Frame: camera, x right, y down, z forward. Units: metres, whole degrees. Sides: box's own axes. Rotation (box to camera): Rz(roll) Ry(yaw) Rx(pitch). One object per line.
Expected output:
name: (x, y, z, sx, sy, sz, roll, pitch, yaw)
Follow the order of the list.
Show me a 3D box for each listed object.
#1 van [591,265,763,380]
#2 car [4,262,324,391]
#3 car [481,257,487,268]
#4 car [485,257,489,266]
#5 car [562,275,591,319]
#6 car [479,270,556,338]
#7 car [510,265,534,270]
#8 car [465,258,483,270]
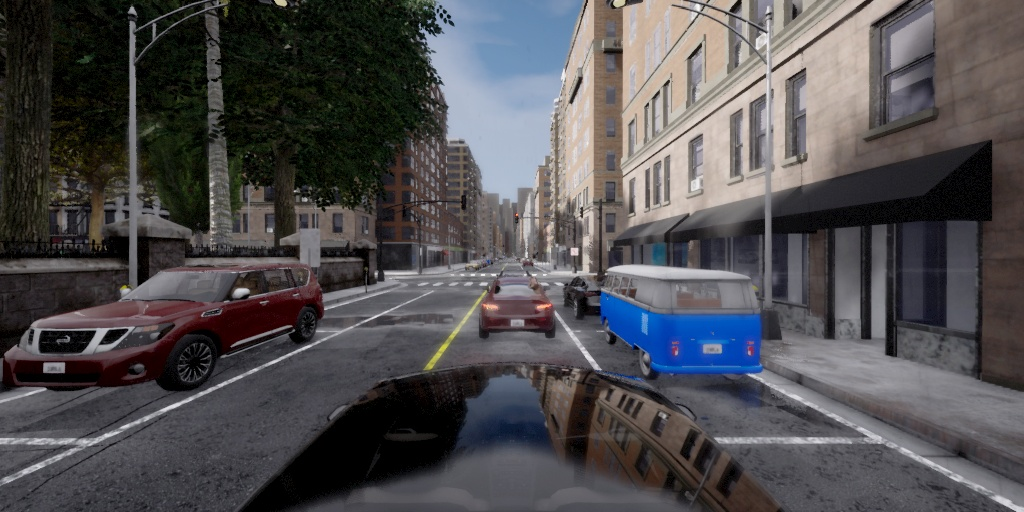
van: (2.869, 1.090, 6.968, 1.690, 1.789, 3.998, 0, 0, 0)
car: (-5.656, 1.064, 6.948, 2.192, 1.841, 5.009, 0, 0, 0)
car: (-5.538, 1.271, 56.087, 2.007, 1.370, 4.403, 0, 0, 0)
car: (-5.525, 1.265, 61.538, 1.888, 1.381, 4.507, 0, 0, 0)
car: (2.883, 1.313, 12.628, 1.948, 1.339, 4.313, 0, 0, 0)
car: (0.125, 1.274, 10.009, 1.812, 1.442, 4.674, 0, 0, 0)
car: (0.116, 1.345, 18.831, 1.895, 1.301, 4.718, 0, 0, -1)
car: (-5.552, 1.248, 50.467, 1.751, 1.417, 4.829, 0, 0, 0)
